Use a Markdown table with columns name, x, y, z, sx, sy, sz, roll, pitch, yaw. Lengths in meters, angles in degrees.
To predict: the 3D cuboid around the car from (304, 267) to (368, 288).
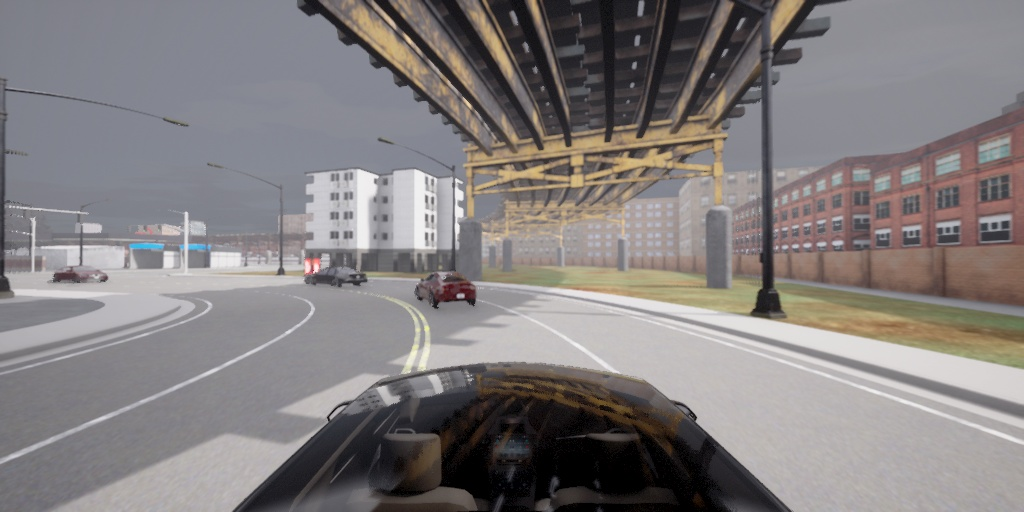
| name | x | y | z | sx | sy | sz | roll | pitch | yaw |
| --- | --- | --- | --- | --- | --- | --- | --- | --- | --- |
| car | -13.062 | 1.539 | 26.564 | 5.357 | 1.411 | 2.033 | 0 | -1 | 29 |

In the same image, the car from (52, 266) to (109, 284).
| name | x | y | z | sx | sy | sz | roll | pitch | yaw |
| --- | --- | --- | --- | --- | --- | --- | --- | --- | --- |
| car | -36.937 | 1.555 | 30.662 | 4.674 | 1.442 | 1.812 | 0 | -1 | 17 |

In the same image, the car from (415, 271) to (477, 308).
| name | x | y | z | sx | sy | sz | roll | pitch | yaw |
| --- | --- | --- | --- | --- | --- | --- | --- | --- | --- |
| car | -3.021 | 1.416 | 16.121 | 1.812 | 1.442 | 4.674 | 0 | 0 | -26 |

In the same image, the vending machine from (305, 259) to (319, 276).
| name | x | y | z | sx | sy | sz | roll | pitch | yaw |
| --- | --- | --- | --- | --- | --- | --- | --- | --- | --- |
| vending machine | -20.747 | 1.290 | 37.212 | 0.880 | 2.100 | 1.100 | 0 | 0 | 17 |
